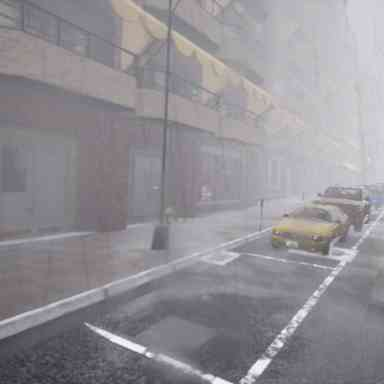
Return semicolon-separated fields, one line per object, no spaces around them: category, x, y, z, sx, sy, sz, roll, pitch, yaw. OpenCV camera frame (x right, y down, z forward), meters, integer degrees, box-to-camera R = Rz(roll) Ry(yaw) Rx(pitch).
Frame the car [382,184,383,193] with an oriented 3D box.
car;31.368;-0.493;52.578;1.947;1.339;4.313;6;5;33

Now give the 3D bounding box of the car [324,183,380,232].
car;7.140;0.603;15.573;2.192;1.841;5.009;6;5;33

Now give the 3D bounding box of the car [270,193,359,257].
car;4.004;0.994;10.822;1.752;1.417;4.829;6;5;33

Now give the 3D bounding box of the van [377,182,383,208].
van;13.198;0.282;24.819;1.690;1.788;3.998;6;5;33
